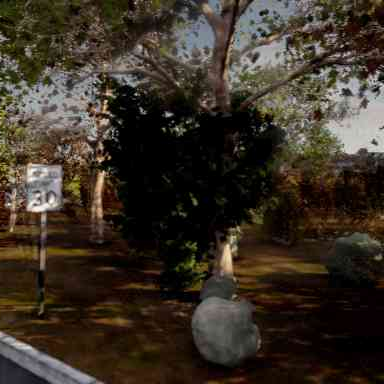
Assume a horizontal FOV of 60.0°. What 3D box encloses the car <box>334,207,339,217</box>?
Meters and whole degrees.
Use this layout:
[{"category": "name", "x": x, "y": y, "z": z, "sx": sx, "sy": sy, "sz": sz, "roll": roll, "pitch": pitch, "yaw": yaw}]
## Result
[{"category": "car", "x": 17.268, "y": 2.313, "z": 38.505, "sx": 2.231, "sy": 1.521, "sz": 4.892, "roll": 0, "pitch": 0, "yaw": 35}]
